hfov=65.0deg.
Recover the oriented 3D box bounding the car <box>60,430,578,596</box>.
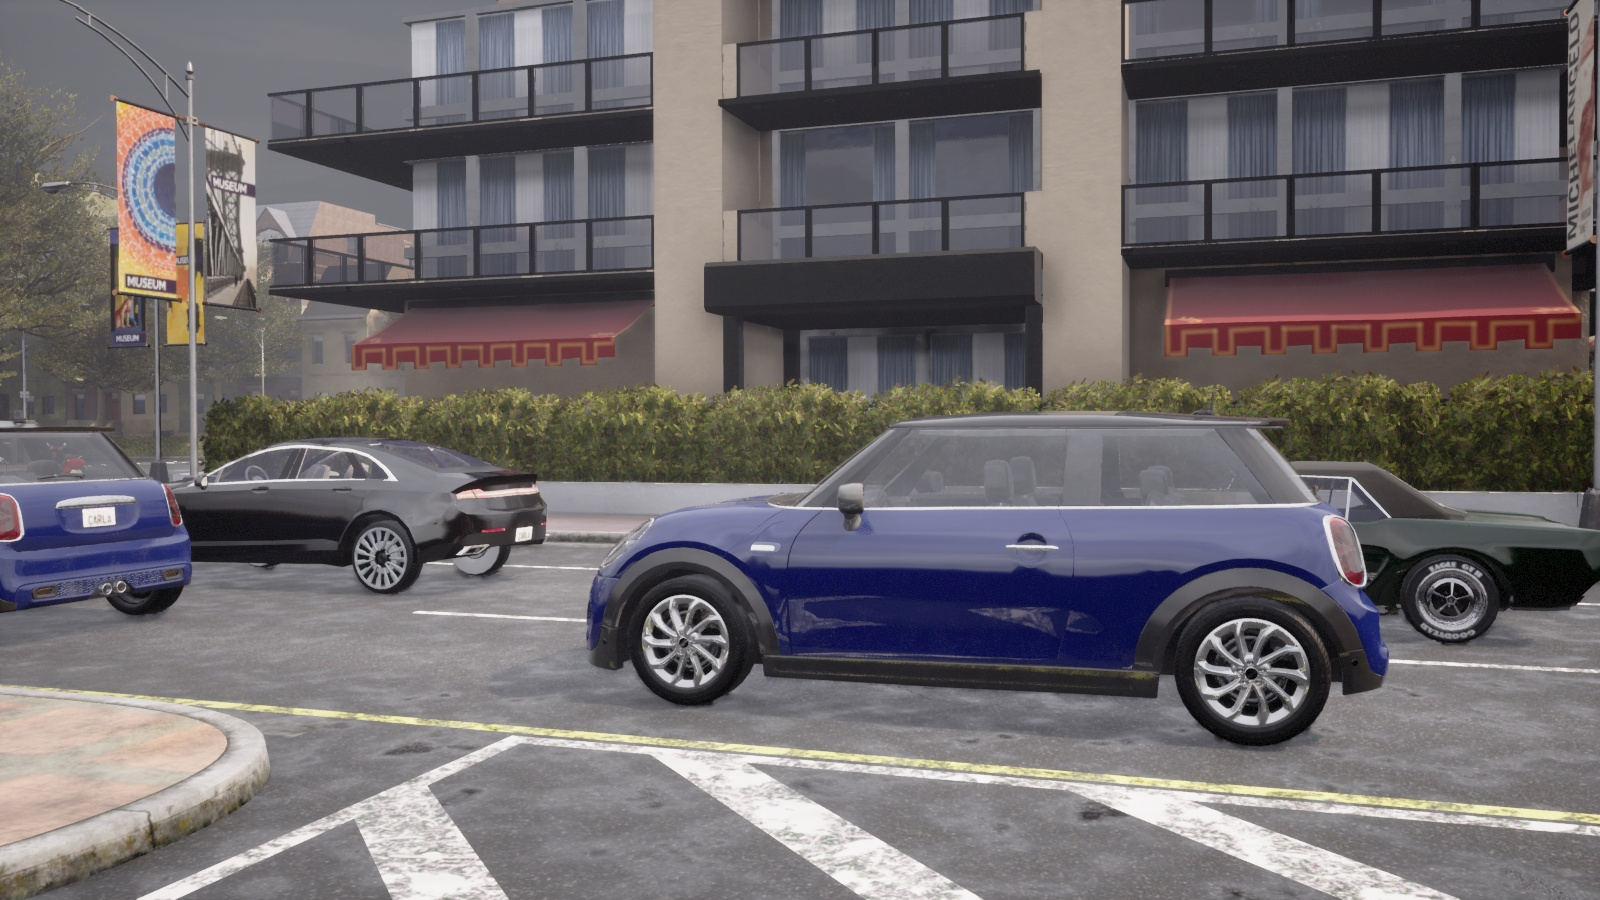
[{"bbox_3d":[-5.065,0.550,13.338,4.902,1.511,2.128,1,1,19],"label":"car"}]

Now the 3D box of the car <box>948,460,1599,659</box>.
[{"bbox_3d":[3.746,0.775,10.374,4.718,1.301,1.895,1,1,19],"label":"car"}]

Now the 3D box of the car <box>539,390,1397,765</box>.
[{"bbox_3d":[0.966,0.567,7.615,4.553,1.767,2.097,1,1,18],"label":"car"}]

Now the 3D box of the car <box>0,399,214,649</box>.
[{"bbox_3d":[-7.503,0.489,10.465,4.553,1.767,2.097,1,1,19],"label":"car"}]
